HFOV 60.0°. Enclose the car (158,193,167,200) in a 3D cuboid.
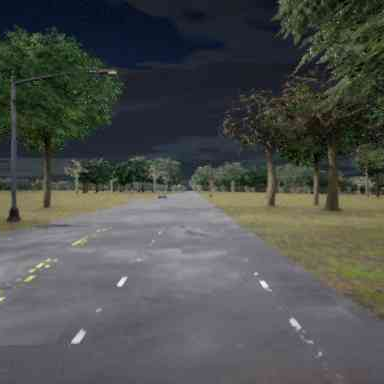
[{"bbox_3d":[-7.004,1.030,78.705,2.033,1.411,5.357,0,1,0],"label":"car"}]
